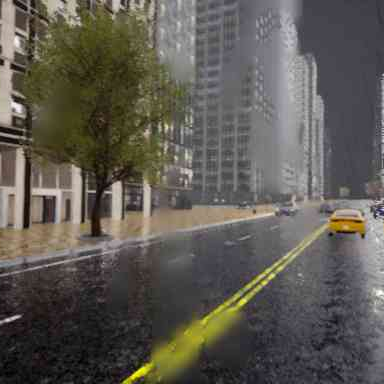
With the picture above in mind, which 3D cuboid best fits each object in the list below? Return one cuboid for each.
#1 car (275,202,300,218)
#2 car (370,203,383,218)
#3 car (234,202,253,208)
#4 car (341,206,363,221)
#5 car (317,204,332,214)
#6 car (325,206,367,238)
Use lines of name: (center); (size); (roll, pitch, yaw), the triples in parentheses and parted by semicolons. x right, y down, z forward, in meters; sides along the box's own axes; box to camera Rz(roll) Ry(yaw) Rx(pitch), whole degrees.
car: (11.049, 1.968, 38.381); (2.097, 1.767, 4.553); (0, -1, 27)
car: (21.975, 2.084, 38.115); (2.097, 1.767, 4.553); (0, -1, 27)
car: (11.588, 2.922, 74.802); (4.403, 1.369, 2.008); (0, -1, 26)
car: (16.871, 2.202, 35.062); (1.994, 1.385, 4.181); (0, -1, 27)
car: (18.462, 2.342, 45.841); (2.033, 1.411, 5.357); (0, -1, 27)
car: (9.626, 1.850, 20.576); (1.882, 1.535, 5.008); (0, -1, 27)
